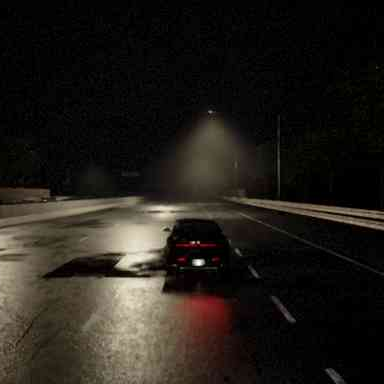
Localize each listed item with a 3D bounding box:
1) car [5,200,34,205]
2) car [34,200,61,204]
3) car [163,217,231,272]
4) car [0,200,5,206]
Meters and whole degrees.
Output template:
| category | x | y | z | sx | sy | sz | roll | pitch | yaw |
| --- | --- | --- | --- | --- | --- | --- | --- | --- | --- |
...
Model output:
| category | x | y | z | sx | sy | sz | roll | pitch | yaw |
| --- | --- | --- | --- | --- | --- | --- | --- | --- | --- |
| car | -21.152 | 1.668 | 42.052 | 1.994 | 1.385 | 4.181 | 0 | 0 | 0 |
| car | -17.654 | 1.668 | 42.102 | 1.994 | 1.385 | 4.181 | 0 | 0 | 0 |
| car | 0.120 | 1.593 | 10.888 | 1.837 | 1.490 | 4.892 | 0 | -1 | -1 |
| car | -24.649 | 1.604 | 40.506 | 1.837 | 1.490 | 4.892 | 0 | 0 | 0 |
